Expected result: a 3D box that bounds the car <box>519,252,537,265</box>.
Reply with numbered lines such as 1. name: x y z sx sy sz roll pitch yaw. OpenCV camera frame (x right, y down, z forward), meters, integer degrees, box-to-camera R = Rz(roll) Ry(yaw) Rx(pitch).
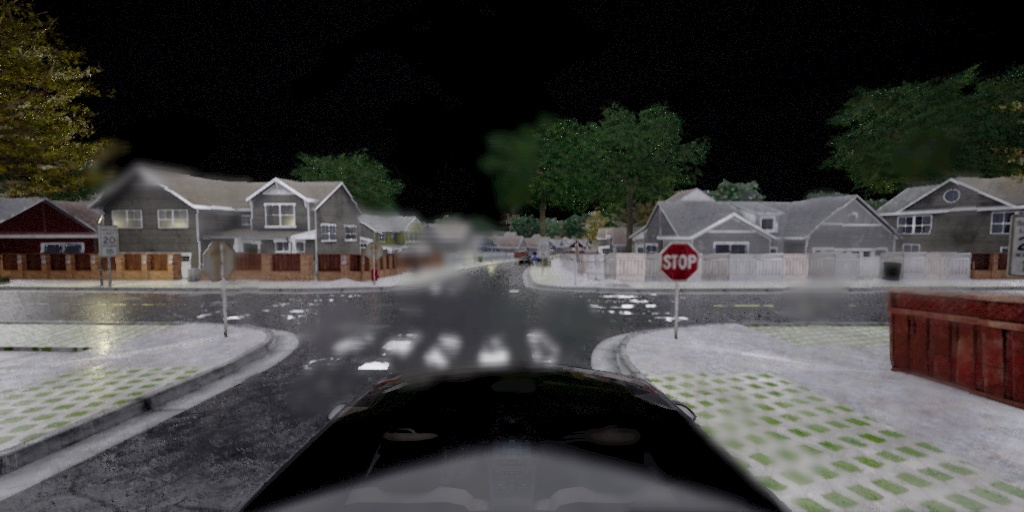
1. car: 2.317 0.598 56.948 1.837 1.490 4.892 1 1 11
